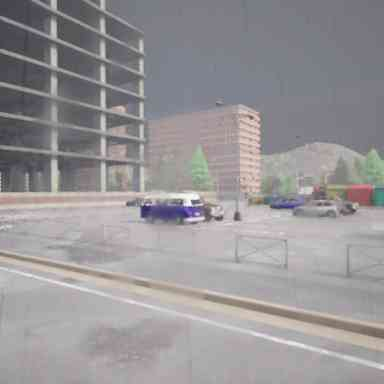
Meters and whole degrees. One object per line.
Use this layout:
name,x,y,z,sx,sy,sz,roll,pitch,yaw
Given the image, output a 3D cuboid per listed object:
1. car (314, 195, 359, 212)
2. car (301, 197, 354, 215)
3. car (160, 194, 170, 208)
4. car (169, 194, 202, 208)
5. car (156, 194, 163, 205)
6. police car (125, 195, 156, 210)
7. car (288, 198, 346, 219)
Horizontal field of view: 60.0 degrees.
car,13.644,1.204,32.354,4.605,1.855,1.932,-1,0,36
car,12.119,1.414,30.145,3.905,1.438,1.784,-1,0,36
car,-3.368,1.731,64.181,1.837,1.490,4.892,-1,0,36
car,-1.119,1.428,61.326,2.150,2.045,5.566,0,-1,36
car,-7.799,1.675,84.182,1.851,1.617,3.988,-1,0,36
police car,-9.009,1.652,56.218,1.930,1.638,5.238,-1,0,35
car,10.429,1.446,27.795,3.806,1.475,1.970,-1,0,36
